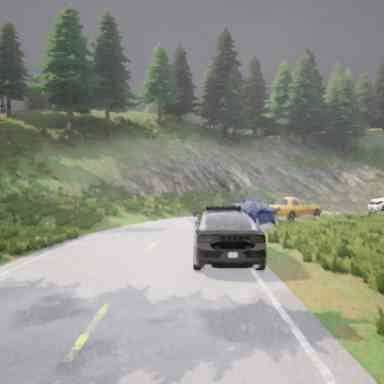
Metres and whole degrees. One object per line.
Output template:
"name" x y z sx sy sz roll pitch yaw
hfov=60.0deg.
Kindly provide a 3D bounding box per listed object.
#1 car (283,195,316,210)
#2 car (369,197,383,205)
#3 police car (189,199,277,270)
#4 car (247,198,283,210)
"car" 6.757 1.016 22.369 5.366 1.575 1.801 -1 1 -39
"car" 19.637 0.836 31.216 5.566 2.045 2.150 -4 1 5
"police car" 0.962 1.220 10.360 1.930 1.638 5.238 0 1 0
"car" 3.232 1.116 18.412 1.882 1.535 5.008 1 1 32
